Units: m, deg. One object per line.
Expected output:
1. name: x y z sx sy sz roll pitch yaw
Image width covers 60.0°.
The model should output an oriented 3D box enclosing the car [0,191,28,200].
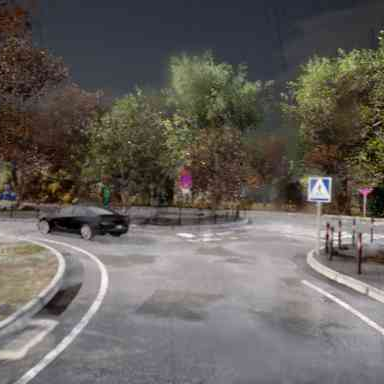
1. car: -36.743 0.962 69.407 4.553 1.767 2.185 2 0 -39

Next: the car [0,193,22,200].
1. car: -41.971 1.034 76.085 4.892 1.521 2.231 2 -1 -39

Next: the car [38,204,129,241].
1. car: -5.252 1.321 15.871 5.008 1.535 1.882 1 -1 32
